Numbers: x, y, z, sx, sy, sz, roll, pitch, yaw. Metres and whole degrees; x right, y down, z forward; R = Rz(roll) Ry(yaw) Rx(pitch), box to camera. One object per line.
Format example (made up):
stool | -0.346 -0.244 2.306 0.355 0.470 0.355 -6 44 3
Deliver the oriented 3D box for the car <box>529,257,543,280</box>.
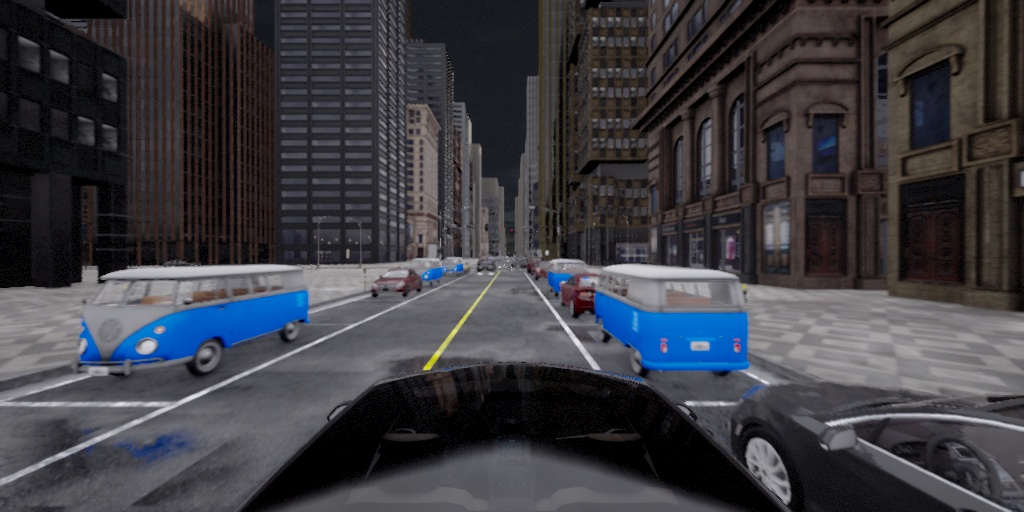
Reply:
car | 2.751 1.139 29.820 1.967 1.591 4.097 0 0 0

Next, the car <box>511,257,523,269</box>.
car | 2.336 1.219 53.184 4.892 1.490 1.837 0 0 0

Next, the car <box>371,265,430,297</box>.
car | -5.769 1.301 18.451 1.802 1.307 4.207 0 0 0

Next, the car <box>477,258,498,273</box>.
car | -3.037 1.242 43.017 1.994 1.385 4.181 0 0 0

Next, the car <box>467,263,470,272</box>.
car | -5.779 1.206 40.991 1.751 1.417 4.829 0 0 0

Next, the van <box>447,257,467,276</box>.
van | -5.777 1.031 35.484 1.690 1.789 3.998 0 0 0

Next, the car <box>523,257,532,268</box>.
car | 2.746 0.995 41.175 2.192 1.841 5.009 0 0 0

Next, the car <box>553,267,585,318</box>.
car | 2.758 1.274 12.787 1.888 1.381 4.507 0 0 0

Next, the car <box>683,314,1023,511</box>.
car | 2.763 1.301 1.432 2.007 1.370 4.403 0 0 0

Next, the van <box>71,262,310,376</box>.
van | -5.765 1.081 7.097 1.690 1.789 3.998 0 0 0

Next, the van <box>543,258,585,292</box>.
van | 2.756 1.059 18.465 1.690 1.789 3.998 0 0 0

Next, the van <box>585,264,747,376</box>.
van | 2.760 1.080 7.110 1.690 1.789 3.998 0 0 0

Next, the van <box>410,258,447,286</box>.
van | -5.772 1.050 24.129 1.690 1.789 3.998 0 0 0

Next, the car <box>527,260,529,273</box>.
car | 2.748 1.272 35.497 1.802 1.307 4.207 0 0 0
